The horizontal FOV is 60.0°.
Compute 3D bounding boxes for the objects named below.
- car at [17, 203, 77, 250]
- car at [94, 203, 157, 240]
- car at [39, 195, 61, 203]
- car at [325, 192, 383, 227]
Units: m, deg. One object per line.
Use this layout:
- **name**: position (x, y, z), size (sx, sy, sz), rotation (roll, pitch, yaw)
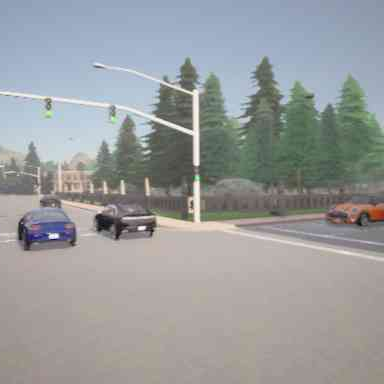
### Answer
- **car**: position (-6.035, 1.381, 13.700), size (1.812, 1.442, 4.674), rotation (-1, 1, -31)
- **car**: position (-3.355, 1.289, 16.041), size (2.128, 1.511, 4.902), rotation (-1, 1, -31)
- **car**: position (-15.937, 1.076, 37.331), size (1.837, 1.490, 4.892), rotation (-1, 1, -31)
- **car**: position (9.728, 0.916, 18.835), size (4.553, 1.767, 2.097), rotation (-1, 1, -28)
